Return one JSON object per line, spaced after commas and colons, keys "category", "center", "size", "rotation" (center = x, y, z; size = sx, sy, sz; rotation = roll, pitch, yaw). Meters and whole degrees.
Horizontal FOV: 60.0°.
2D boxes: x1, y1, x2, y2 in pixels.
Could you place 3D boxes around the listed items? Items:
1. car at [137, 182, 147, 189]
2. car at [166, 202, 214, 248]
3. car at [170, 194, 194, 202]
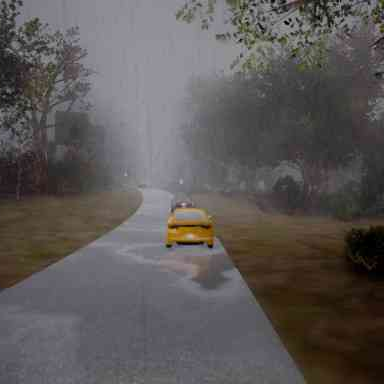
{"category": "car", "center": [-11.390, -1.587, 75.603], "size": [1.882, 1.535, 5.008], "rotation": [1, 3, -15]}
{"category": "car", "center": [-0.120, 1.445, 14.672], "size": [1.882, 1.535, 5.008], "rotation": [0, 1, -1]}
{"category": "car", "center": [-0.833, 0.985, 29.677], "size": [2.097, 1.767, 4.553], "rotation": [0, 2, -4]}
